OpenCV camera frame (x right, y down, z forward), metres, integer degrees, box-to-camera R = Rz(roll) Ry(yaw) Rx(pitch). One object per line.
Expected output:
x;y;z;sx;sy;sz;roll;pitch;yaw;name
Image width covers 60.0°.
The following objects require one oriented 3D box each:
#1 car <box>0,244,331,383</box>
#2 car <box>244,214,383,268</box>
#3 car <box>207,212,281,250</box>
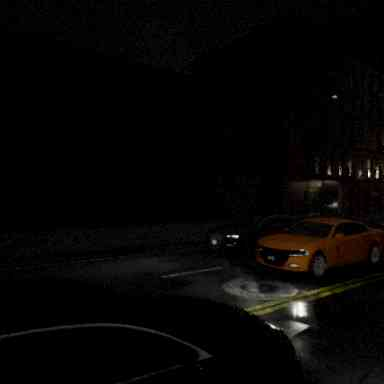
-1.139;1.511;2.627;4.892;1.490;1.837;1;0;-36;car
4.232;1.587;10.700;5.008;1.535;1.882;1;0;-35;car
2.821;1.607;13.684;4.902;1.511;2.128;1;0;-36;car
